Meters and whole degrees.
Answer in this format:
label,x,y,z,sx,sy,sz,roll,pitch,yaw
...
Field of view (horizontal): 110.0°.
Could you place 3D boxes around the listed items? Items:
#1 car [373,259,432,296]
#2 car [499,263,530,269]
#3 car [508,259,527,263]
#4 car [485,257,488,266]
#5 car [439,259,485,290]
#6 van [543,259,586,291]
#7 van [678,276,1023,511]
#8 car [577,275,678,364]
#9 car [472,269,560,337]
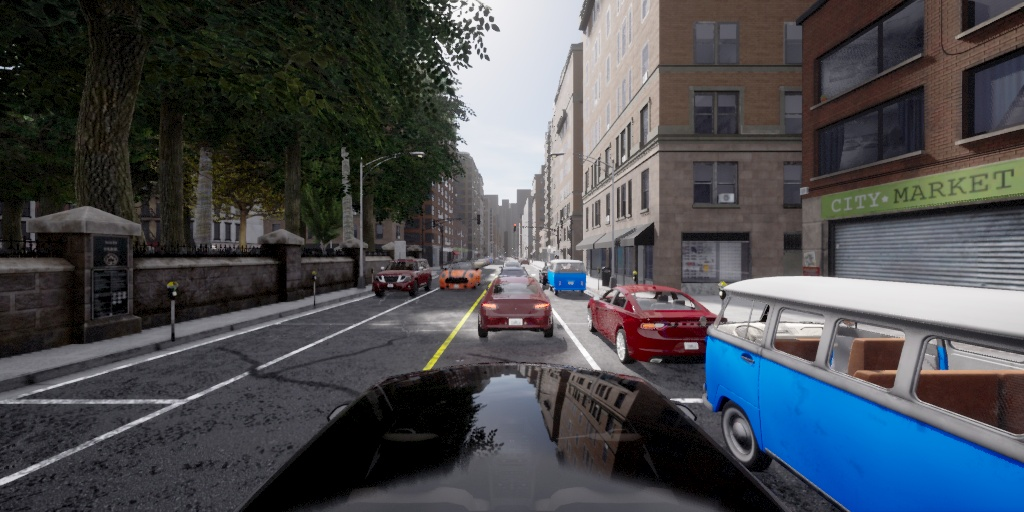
label,x,y,z,sx,sy,sz,roll,pitch,yaw
car,-5.667,1.060,19.218,2.192,1.841,5.009,0,0,0
car,0.098,1.292,19.716,2.033,1.411,5.357,0,0,1
car,0.006,1.243,29.461,1.837,1.490,4.892,0,0,0
car,-5.663,1.230,62.737,1.751,1.417,4.829,0,0,0
car,-3.063,1.094,22.097,2.097,1.767,4.553,0,0,0
van,2.858,1.086,19.258,1.690,1.789,3.998,0,0,0
van,2.857,1.091,2.275,1.690,1.789,3.998,0,0,0
car,2.857,1.294,7.936,1.888,1.381,4.507,0,0,0
car,0.096,1.275,10.138,1.812,1.442,4.674,0,0,0
